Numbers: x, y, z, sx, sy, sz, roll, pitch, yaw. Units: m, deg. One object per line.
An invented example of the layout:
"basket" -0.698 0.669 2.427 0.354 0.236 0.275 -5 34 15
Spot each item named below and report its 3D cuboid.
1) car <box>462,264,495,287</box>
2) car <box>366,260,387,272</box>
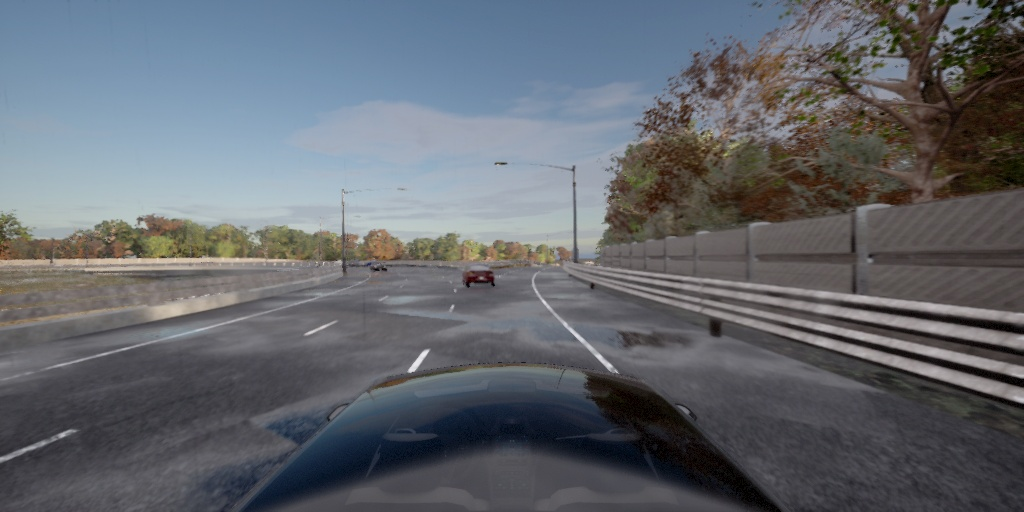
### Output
"car" -2.432 1.281 25.169 1.882 1.535 5.008 -1 0 -12
"car" -19.648 1.646 52.534 1.895 1.301 4.718 -1 0 -28
